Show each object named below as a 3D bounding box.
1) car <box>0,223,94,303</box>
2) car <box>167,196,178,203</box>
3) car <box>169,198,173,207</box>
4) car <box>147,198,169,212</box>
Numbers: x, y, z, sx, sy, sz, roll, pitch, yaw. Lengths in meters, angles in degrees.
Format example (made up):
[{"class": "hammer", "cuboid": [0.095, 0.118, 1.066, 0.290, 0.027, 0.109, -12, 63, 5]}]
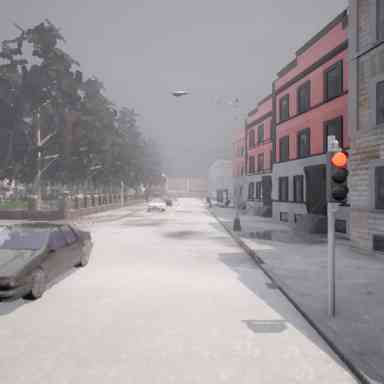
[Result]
[{"class": "car", "cuboid": [-4.093, 1.547, 8.610, 2.033, 1.411, 5.357, 0, 0, 0]}, {"class": "car", "cuboid": [-3.939, 1.477, 67.358, 2.033, 1.411, 5.357, 0, 0, 0]}, {"class": "car", "cuboid": [-4.045, 1.601, 52.201, 1.895, 1.301, 4.718, 0, 0, 0]}, {"class": "car", "cuboid": [-4.051, 1.526, 38.957, 1.812, 1.442, 4.674, 0, 0, 0]}]
